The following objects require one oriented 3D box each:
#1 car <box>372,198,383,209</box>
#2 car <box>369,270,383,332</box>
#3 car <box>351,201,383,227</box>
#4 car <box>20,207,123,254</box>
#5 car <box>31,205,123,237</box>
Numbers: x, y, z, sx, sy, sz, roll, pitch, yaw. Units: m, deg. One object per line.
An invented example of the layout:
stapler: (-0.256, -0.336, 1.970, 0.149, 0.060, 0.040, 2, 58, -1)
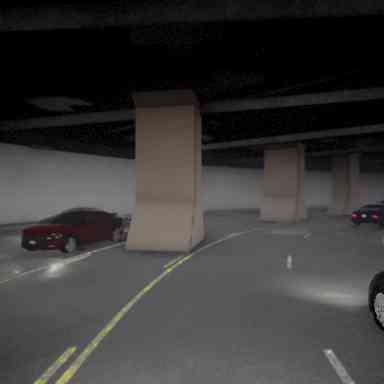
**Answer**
car: (27.854, 1.645, 46.735, 4.674, 1.442, 1.812, 0, 0, -17)
car: (3.866, 1.513, 3.858, 1.837, 1.490, 4.892, 0, -1, 4)
car: (12.993, 1.607, 23.297, 5.357, 1.411, 2.033, 0, 0, -43)
car: (-4.815, 1.513, 14.085, 1.882, 1.535, 5.008, 0, 0, 19)
car: (-6.499, 1.596, 19.643, 2.033, 1.411, 5.357, 0, 0, 24)
